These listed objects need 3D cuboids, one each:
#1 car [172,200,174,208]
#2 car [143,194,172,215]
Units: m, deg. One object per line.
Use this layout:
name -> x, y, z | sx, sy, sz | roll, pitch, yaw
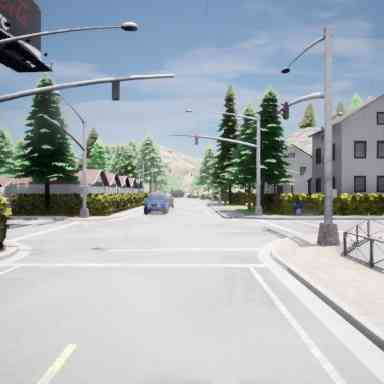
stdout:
car -> -3.600, 1.564, 47.632 | 1.994, 1.385, 4.181 | 0, 0, 0
car -> -3.610, 1.220, 34.256 | 2.150, 2.045, 5.566 | 0, 0, 0
